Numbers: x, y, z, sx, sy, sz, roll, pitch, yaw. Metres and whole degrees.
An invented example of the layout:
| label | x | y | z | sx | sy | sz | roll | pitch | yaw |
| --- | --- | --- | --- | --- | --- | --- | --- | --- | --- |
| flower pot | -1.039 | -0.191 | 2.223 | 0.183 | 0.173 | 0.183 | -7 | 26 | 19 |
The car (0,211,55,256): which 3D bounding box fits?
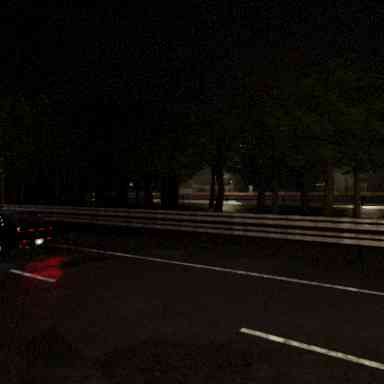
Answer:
| label | x | y | z | sx | sy | sz | roll | pitch | yaw |
| --- | --- | --- | --- | --- | --- | --- | --- | --- | --- |
| car | -7.470 | 1.511 | 13.247 | 4.892 | 1.490 | 1.837 | 0 | 0 | 34 |
